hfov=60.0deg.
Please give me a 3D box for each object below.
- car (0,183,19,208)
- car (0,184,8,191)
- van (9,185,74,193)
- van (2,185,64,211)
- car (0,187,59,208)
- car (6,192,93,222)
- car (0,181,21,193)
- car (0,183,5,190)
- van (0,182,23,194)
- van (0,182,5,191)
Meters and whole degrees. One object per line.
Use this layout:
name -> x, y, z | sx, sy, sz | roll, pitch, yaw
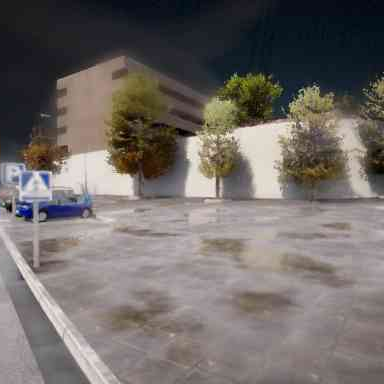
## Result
car -> -12.117, 0.548, 26.652 | 2.435, 2.045, 5.566 | 3, 2, 37
car -> -43.999, -1.078, 73.795 | 1.946, 1.575, 5.366 | 2, 1, 36
van -> -10.402, 0.683, 24.262 | 1.878, 1.987, 4.442 | 2, 2, 37
van -> -13.804, 0.463, 29.095 | 1.878, 1.987, 4.442 | 3, 2, 37
car -> -15.398, 0.453, 31.685 | 2.185, 1.767, 4.553 | 2, 2, 37
car -> -8.847, 1.018, 21.658 | 2.097, 1.535, 5.008 | 2, 2, 37
car -> -33.776, -0.865, 59.130 | 2.435, 2.045, 5.566 | 2, 1, 36
car -> -47.265, -1.304, 78.884 | 2.185, 1.767, 4.553 | 1, 0, 36
van -> -30.341, -0.637, 54.266 | 1.878, 1.987, 4.442 | 2, 1, 36
van -> -45.631, -1.357, 76.327 | 1.878, 1.987, 4.442 | 2, 1, 36
